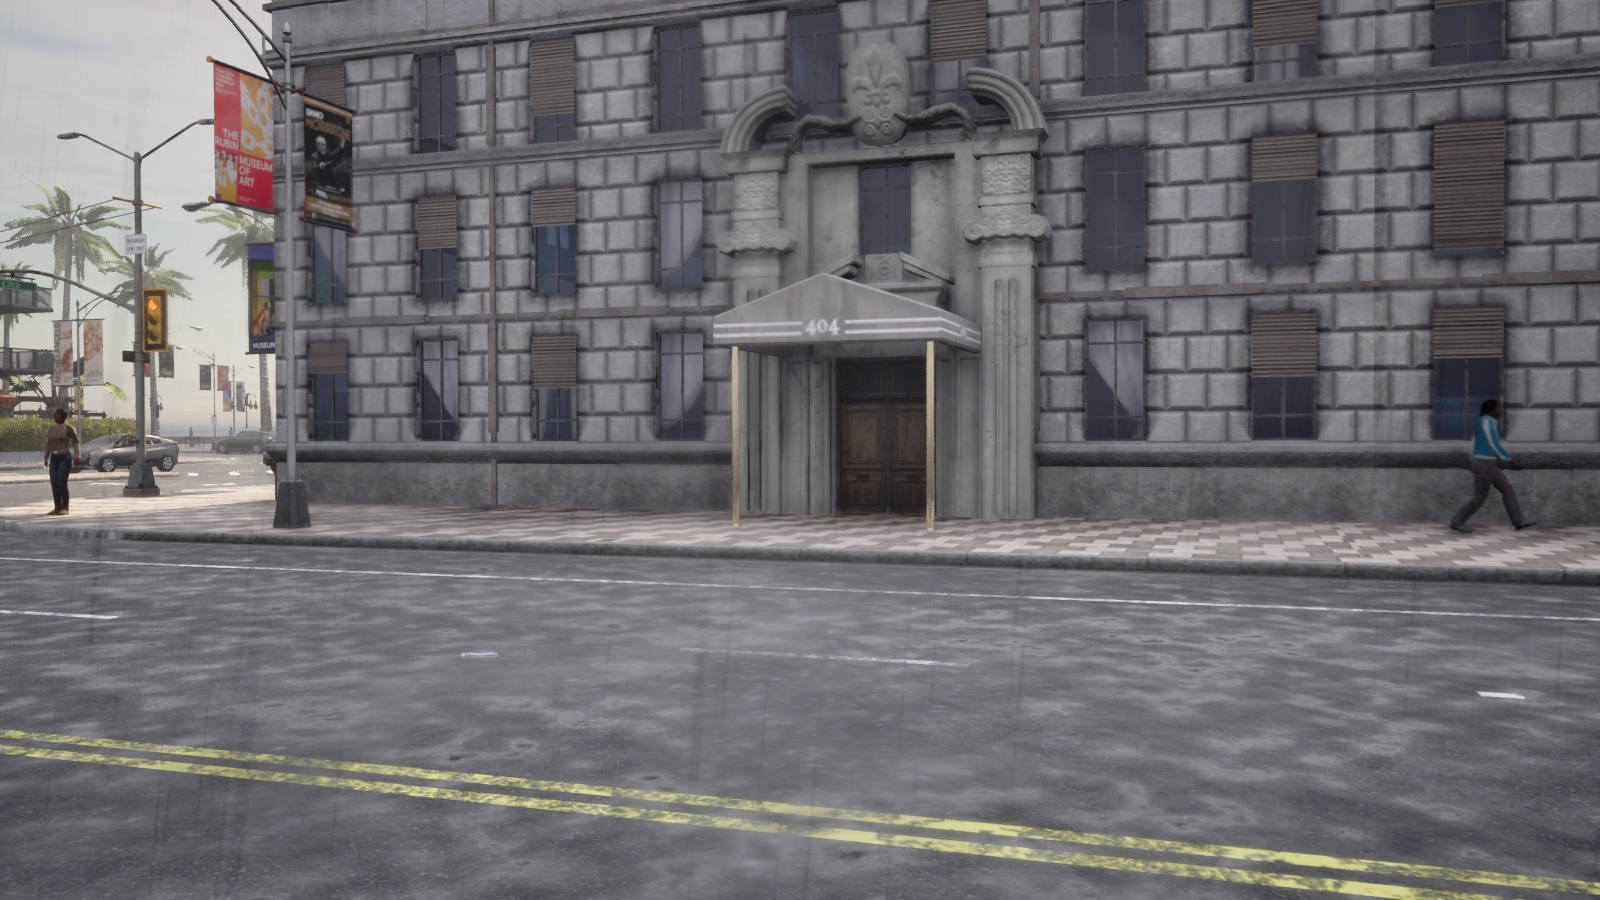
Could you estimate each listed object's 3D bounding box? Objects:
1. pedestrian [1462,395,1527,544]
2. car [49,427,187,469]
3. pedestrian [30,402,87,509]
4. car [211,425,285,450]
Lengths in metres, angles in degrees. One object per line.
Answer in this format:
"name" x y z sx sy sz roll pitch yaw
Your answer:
"pedestrian" 9.175 0.252 16.607 0.692 1.930 0.396 1 1 23
"car" -26.233 -0.102 48.491 2.007 1.525 4.514 1 1 19
"pedestrian" -12.728 0.090 21.561 0.328 1.805 0.869 0 1 12
"car" -39.060 -0.885 88.905 4.553 1.767 2.097 1 1 19
